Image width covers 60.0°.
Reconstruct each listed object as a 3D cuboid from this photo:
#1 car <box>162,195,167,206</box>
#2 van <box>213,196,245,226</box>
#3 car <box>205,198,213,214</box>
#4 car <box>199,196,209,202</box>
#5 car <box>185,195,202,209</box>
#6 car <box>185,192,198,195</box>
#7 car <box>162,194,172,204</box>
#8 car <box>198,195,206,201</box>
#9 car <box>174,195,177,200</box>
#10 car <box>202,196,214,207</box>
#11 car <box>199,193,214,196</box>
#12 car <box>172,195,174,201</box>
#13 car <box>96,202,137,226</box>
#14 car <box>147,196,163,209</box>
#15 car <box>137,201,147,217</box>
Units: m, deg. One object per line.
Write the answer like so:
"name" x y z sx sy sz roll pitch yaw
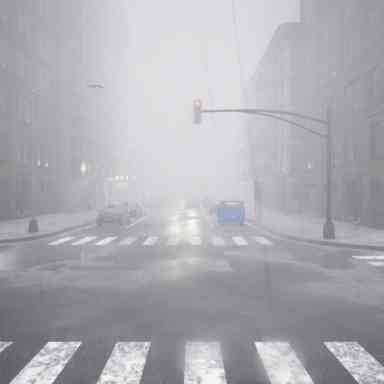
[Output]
"car" -5.388 1.557 51.604 1.947 1.339 4.313 0 0 0
"van" 2.637 1.340 23.203 1.690 1.788 3.998 0 0 0
"car" 2.637 1.581 34.565 1.802 1.307 4.206 0 0 0
"car" 2.637 1.526 74.334 2.008 1.369 4.403 0 0 0
"car" 0.098 1.521 44.847 1.812 1.442 4.674 0 0 0
"car" 0.093 1.335 66.970 2.097 1.767 4.553 0 0 -1
"car" -5.388 1.549 62.967 1.947 1.339 4.313 0 0 0
"car" 2.637 1.533 85.697 1.947 1.339 4.313 0 0 0
"car" -5.388 1.411 80.012 1.967 1.590 4.097 0 0 0
"car" 2.637 1.577 45.928 1.802 1.307 4.206 0 0 0
"car" 2.637 1.306 51.609 2.192 1.841 5.009 0 0 0
"car" -5.388 1.294 68.648 2.192 1.841 5.009 0 0 0
"car" -5.388 1.550 23.194 2.008 1.369 4.403 0 0 0
"car" -5.388 1.521 45.752 1.752 1.417 4.829 0 0 0
"car" -5.388 1.544 28.875 1.887 1.381 4.507 0 0 0
